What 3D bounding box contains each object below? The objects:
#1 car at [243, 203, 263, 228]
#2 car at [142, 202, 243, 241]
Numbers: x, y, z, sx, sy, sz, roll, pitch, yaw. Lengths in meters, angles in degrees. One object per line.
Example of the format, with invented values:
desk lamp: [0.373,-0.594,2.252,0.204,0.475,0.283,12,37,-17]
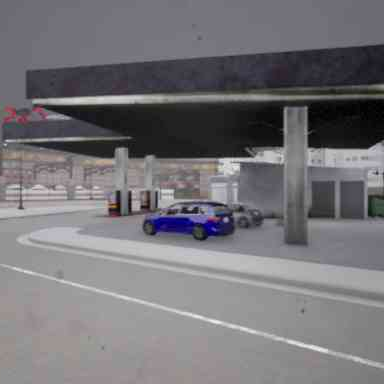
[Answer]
car: [2.440,1.449,21.113,3.806,1.475,1.970,0,0,36]
car: [-0.276,1.288,15.993,4.611,1.667,2.242,0,0,36]
